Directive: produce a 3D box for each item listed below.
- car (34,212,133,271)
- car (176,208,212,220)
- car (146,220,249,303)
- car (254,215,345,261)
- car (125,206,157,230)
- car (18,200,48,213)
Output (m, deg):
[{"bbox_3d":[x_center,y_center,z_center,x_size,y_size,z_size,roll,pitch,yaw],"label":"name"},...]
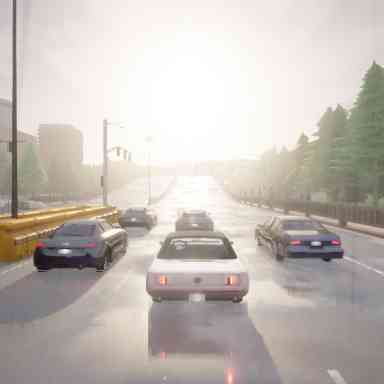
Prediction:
[{"bbox_3d":[-3.387,1.563,10.882,1.994,1.385,4.181,0,0,0],"label":"car"},{"bbox_3d":[0.124,1.564,18.019,1.994,1.385,4.181,0,0,0],"label":"car"},{"bbox_3d":[0.109,1.601,8.169,1.895,1.301,4.718,0,0,0],"label":"car"},{"bbox_3d":[3.615,1.548,12.215,2.033,1.411,5.357,0,0,0],"label":"car"},{"bbox_3d":[-3.374,1.564,21.247,1.994,1.385,4.181,0,0,0],"label":"car"},{"bbox_3d":[-10.532,1.351,20.396,2.097,1.767,4.553,0,0,0],"label":"car"}]
